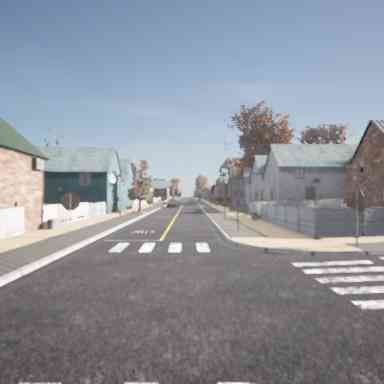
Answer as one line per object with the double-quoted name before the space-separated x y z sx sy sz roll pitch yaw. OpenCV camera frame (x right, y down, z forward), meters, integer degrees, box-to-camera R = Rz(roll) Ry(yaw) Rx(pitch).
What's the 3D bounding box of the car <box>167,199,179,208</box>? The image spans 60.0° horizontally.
"car" -3.230 1.955 56.453 1.837 1.490 4.892 0 0 0
